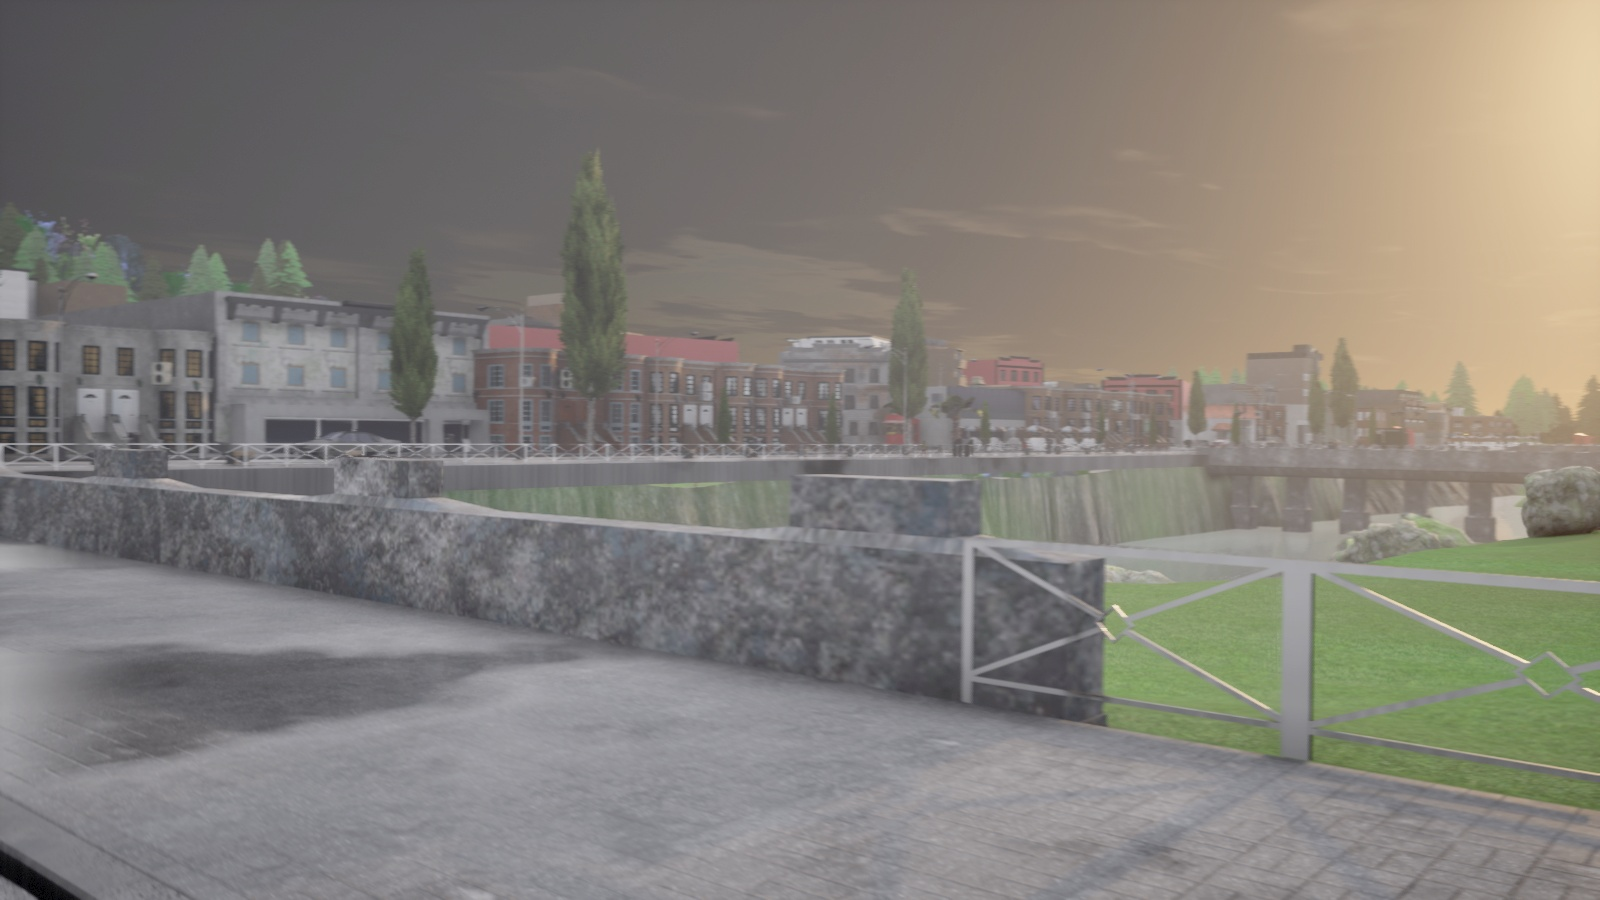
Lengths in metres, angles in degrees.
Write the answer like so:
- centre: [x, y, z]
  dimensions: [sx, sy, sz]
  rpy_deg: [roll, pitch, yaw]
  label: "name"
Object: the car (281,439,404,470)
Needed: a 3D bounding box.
- centre: [-22.408, 0.187, 61.713]
  dimensions: [2.033, 1.411, 5.357]
  rpy_deg: [0, 1, 40]
  label: "car"
